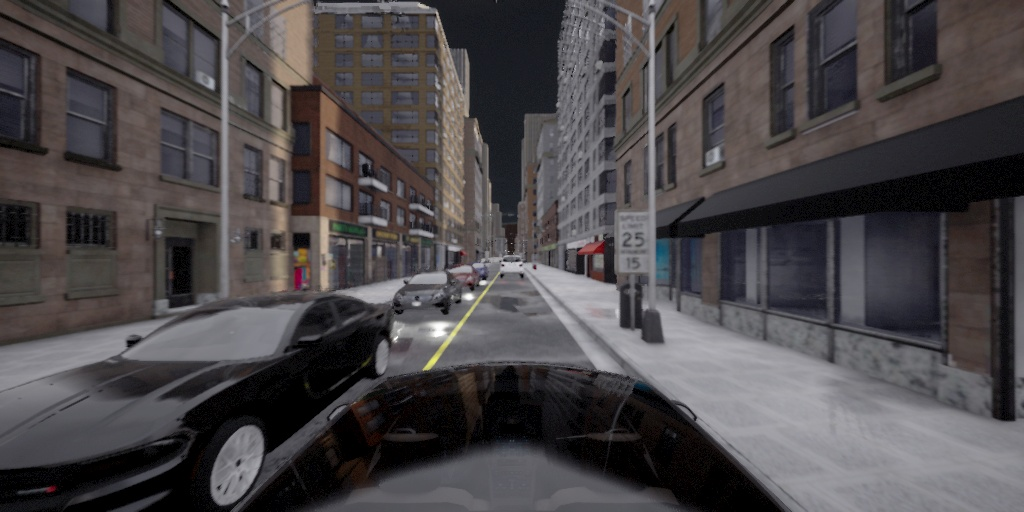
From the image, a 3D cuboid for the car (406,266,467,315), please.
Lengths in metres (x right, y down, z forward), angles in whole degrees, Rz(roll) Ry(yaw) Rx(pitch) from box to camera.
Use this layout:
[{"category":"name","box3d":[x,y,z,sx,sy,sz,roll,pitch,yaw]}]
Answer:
[{"category":"car","box3d":[-3.040,1.273,13.810,1.812,1.442,4.674,0,0,0]}]

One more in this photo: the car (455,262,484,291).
[{"category":"car","box3d":[-3.034,1.271,22.209,1.812,1.442,4.674,0,0,1]}]

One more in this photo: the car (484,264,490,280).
[{"category":"car","box3d":[-3.036,1.271,31.096,1.812,1.442,4.674,0,0,1]}]

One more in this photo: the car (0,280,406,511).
[{"category":"car","box3d":[-3.068,1.228,4.471,1.882,1.535,5.008,0,0,0]}]

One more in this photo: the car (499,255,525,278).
[{"category":"car","box3d":[0.000,0.966,33.596,2.150,2.045,5.566,0,0,0]}]
